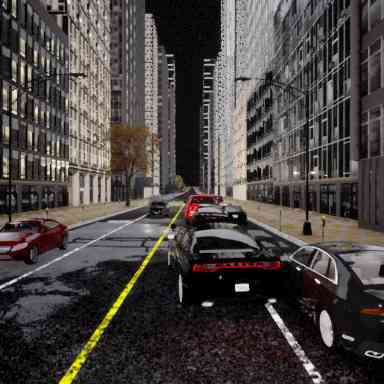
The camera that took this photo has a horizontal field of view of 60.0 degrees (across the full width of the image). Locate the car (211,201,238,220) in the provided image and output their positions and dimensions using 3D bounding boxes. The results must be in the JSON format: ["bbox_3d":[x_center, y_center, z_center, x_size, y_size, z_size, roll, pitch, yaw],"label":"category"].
[{"bbox_3d":[2.733,1.537,28.714,1.887,1.381,4.507,0,0,0],"label":"car"}]

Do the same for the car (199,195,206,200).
[{"bbox_3d":[2.835,1.489,91.396,1.947,1.339,4.313,0,0,0],"label":"car"}]

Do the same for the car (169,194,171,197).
[{"bbox_3d":[-5.592,1.515,62.920,2.008,1.369,4.403,0,0,0],"label":"car"}]

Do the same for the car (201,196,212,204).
[{"bbox_3d":[2.788,1.509,62.904,1.887,1.381,4.507,0,0,0],"label":"car"}]

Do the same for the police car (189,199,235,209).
[{"bbox_3d":[0.930,1.421,18.321,1.930,1.638,5.238,0,0,0],"label":"police car"}]

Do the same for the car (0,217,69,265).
[{"bbox_3d":[-5.676,1.580,11.640,1.802,1.307,4.206,0,0,0],"label":"car"}]

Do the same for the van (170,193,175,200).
[{"bbox_3d":[-5.547,1.264,91.413,1.690,1.788,3.998,0,0,0],"label":"van"}]

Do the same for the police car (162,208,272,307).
[{"bbox_3d":[0.470,1.424,8.221,1.930,1.638,5.238,0,0,-9],"label":"police car"}]

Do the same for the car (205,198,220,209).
[{"bbox_3d":[2.760,1.525,45.809,1.887,1.381,4.507,0,0,0],"label":"car"}]

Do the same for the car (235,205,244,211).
[{"bbox_3d":[2.723,1.560,23.017,1.947,1.339,4.313,0,0,0],"label":"car"}]

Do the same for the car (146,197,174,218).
[{"bbox_3d":[-2.951,1.496,30.207,1.837,1.490,4.892,0,0,0],"label":"car"}]

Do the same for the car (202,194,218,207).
[{"bbox_3d":[2.768,1.290,51.508,2.192,1.841,5.009,0,0,0],"label":"car"}]

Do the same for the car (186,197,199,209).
[{"bbox_3d":[0.097,1.506,45.771,1.812,1.442,4.674,0,0,1],"label":"car"}]

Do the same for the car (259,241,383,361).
[{"bbox_3d":[2.695,1.550,5.922,2.008,1.369,4.403,0,0,0],"label":"car"}]

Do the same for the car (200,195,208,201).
[{"bbox_3d":[2.817,1.467,80.169,1.752,1.417,4.829,0,0,0],"label":"car"}]

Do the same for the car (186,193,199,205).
[{"bbox_3d":[0.095,1.190,58.738,2.150,2.045,5.566,0,0,0],"label":"car"}]

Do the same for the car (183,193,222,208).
[{"bbox_3d":[0.600,1.216,24.201,2.150,2.045,5.566,0,0,-2],"label":"car"}]

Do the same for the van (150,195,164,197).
[{"bbox_3d":[-5.612,1.317,51.526,1.690,1.788,3.998,0,0,0],"label":"van"}]
